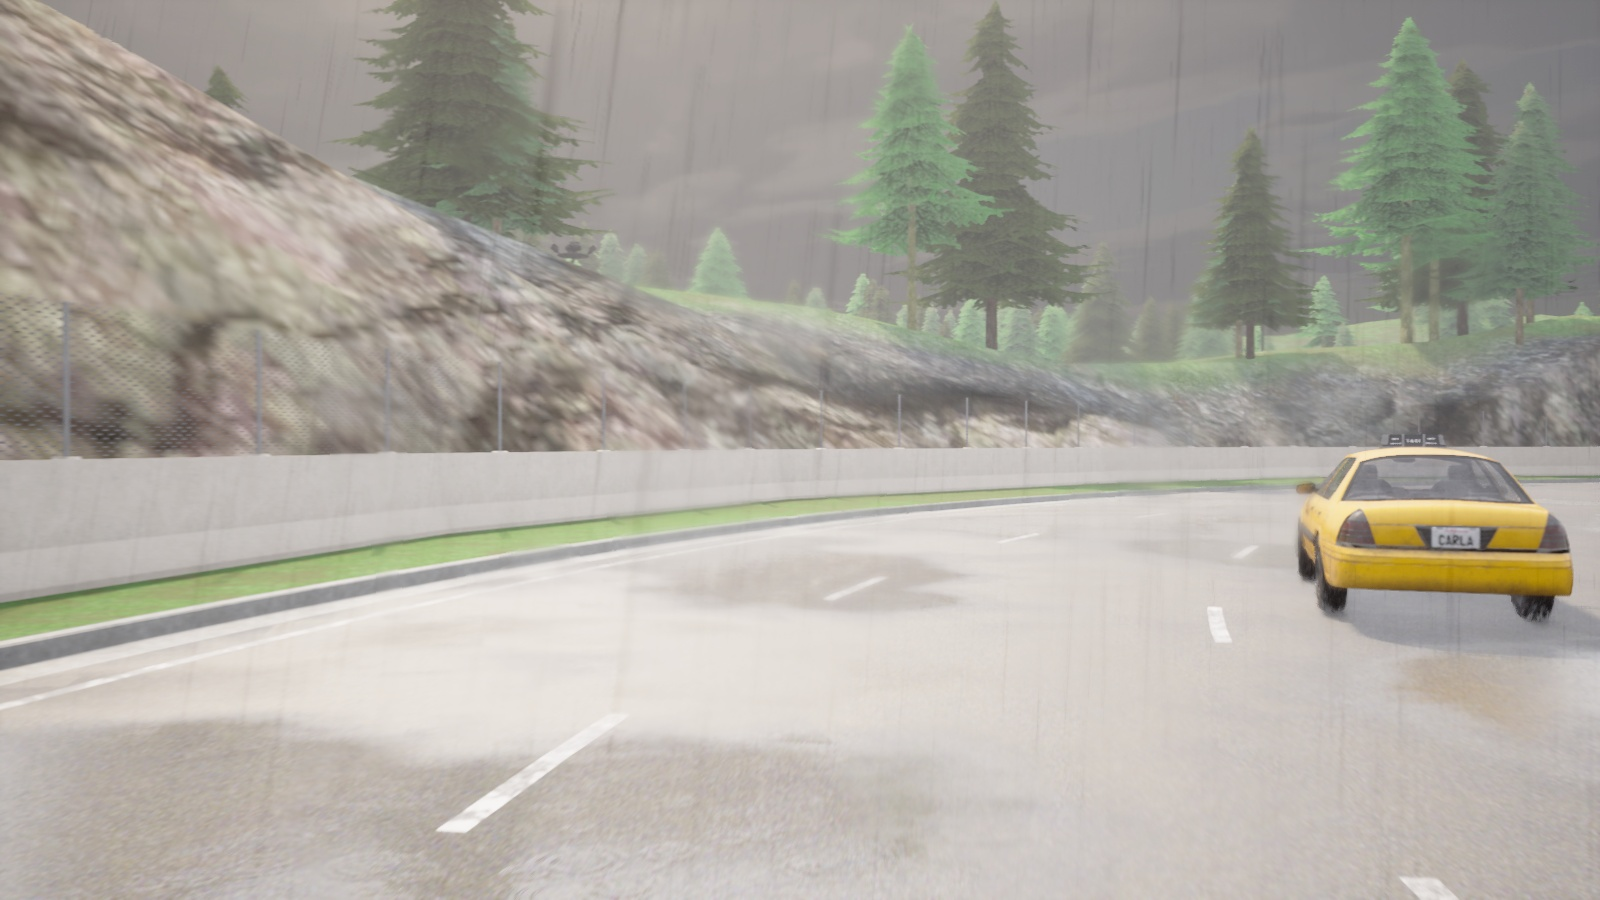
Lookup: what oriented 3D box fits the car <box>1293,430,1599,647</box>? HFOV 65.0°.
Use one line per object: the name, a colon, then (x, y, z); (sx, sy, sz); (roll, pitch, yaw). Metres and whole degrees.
car: (5.806, 0.628, 11.958); (1.801, 1.575, 5.366); (0, 0, 19)
